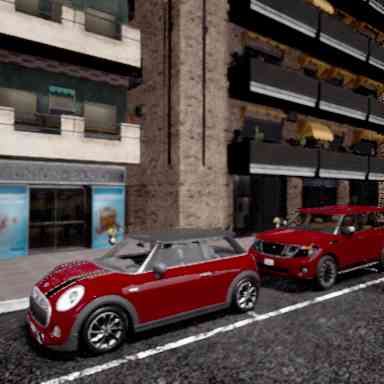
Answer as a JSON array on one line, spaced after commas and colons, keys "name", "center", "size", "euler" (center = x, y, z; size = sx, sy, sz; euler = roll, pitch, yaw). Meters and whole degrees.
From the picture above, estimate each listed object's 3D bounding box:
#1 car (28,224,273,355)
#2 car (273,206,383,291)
[{"name": "car", "center": [-0.712, 1.451, 6.054], "size": [4.097, 1.590, 1.967], "euler": [0, 0, -36]}, {"name": "car", "center": [3.872, 1.342, 9.334], "size": [5.009, 1.841, 2.192], "euler": [0, 0, -36]}]
